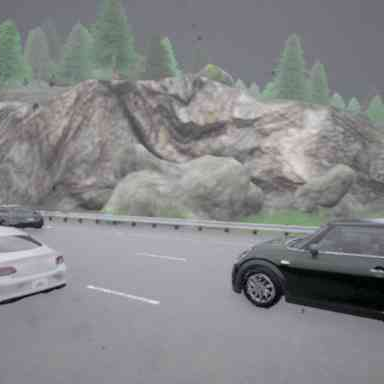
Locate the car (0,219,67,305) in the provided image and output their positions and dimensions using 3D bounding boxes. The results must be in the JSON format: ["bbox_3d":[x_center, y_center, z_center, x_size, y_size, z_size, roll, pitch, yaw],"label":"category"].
[{"bbox_3d":[-4.676,1.464,7.188,4.674,1.442,1.812,0,1,32],"label":"car"}]

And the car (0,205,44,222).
[{"bbox_3d":[-10.231,1.403,18.504,4.181,1.385,1.994,0,1,29],"label":"car"}]

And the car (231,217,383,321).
[{"bbox_3d":[2.995,1.259,6.171,4.553,1.767,2.097,0,1,36],"label":"car"}]
